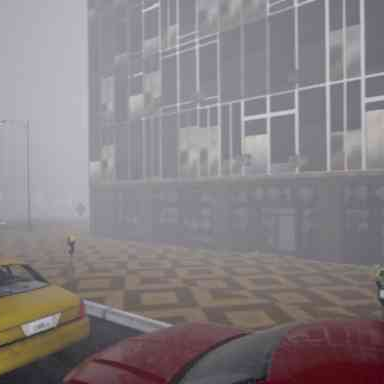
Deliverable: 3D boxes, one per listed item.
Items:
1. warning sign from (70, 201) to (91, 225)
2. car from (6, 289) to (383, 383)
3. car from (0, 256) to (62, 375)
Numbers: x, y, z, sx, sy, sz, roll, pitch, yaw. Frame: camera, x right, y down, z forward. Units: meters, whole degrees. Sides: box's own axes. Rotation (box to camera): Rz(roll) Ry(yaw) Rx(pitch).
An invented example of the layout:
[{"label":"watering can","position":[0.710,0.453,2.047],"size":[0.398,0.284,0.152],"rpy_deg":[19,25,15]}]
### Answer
[{"label":"warning sign","position":[-9.118,1.701,27.253],"size":[1.300,1.860,1.060],"rpy_deg":[1,0,33]},{"label":"car","position":[0.974,1.548,2.025],"size":[4.507,1.381,1.887],"rpy_deg":[-1,0,35]},{"label":"car","position":[-3.688,1.589,5.343],"size":[4.829,1.417,1.752],"rpy_deg":[-1,0,35]}]
